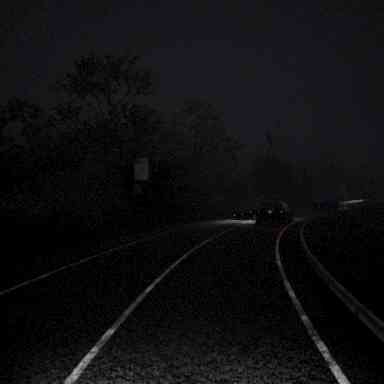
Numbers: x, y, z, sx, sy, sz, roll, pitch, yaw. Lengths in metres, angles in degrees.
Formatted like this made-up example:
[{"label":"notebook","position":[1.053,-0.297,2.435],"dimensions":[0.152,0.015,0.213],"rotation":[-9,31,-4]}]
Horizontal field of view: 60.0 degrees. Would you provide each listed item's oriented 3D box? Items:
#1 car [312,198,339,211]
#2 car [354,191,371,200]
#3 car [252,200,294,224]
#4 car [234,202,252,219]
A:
[{"label":"car","position":[16.021,1.401,39.730],"dimensions":[1.882,1.535,5.008],"rotation":[-4,-2,39]},{"label":"car","position":[31.719,0.660,61.796],"dimensions":[2.128,1.511,4.902],"rotation":[-5,-1,43]},{"label":"car","position":[6.335,1.409,25.069],"dimensions":[2.097,1.767,4.553],"rotation":[-2,-1,25]},{"label":"car","position":[5.476,1.700,30.908],"dimensions":[1.837,1.490,4.892],"rotation":[-3,-2,30]}]
